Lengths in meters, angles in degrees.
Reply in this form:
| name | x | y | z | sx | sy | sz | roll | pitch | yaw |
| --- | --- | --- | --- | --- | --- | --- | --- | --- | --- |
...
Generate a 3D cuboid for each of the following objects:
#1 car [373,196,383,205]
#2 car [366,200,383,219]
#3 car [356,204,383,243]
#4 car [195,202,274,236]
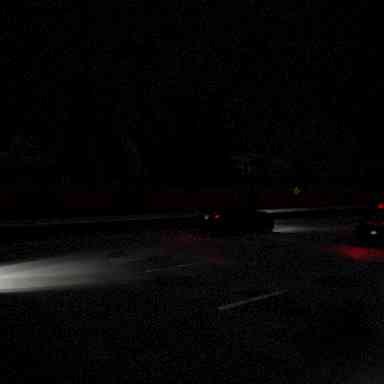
| name | x | y | z | sx | sy | sz | roll | pitch | yaw |
| --- | --- | --- | --- | --- | --- | --- | --- | --- | --- |
| car | 15.265 | 1.214 | 23.455 | 5.566 | 2.045 | 2.150 | 1 | -1 | -36 |
| car | 17.530 | 1.506 | 29.422 | 4.892 | 1.490 | 1.837 | 0 | 0 | -36 |
| car | 9.283 | 1.477 | 14.791 | 5.008 | 1.535 | 1.882 | 0 | 0 | -36 |
| car | 2.466 | 1.352 | 18.496 | 4.553 | 1.767 | 2.097 | 0 | 0 | -36 |
